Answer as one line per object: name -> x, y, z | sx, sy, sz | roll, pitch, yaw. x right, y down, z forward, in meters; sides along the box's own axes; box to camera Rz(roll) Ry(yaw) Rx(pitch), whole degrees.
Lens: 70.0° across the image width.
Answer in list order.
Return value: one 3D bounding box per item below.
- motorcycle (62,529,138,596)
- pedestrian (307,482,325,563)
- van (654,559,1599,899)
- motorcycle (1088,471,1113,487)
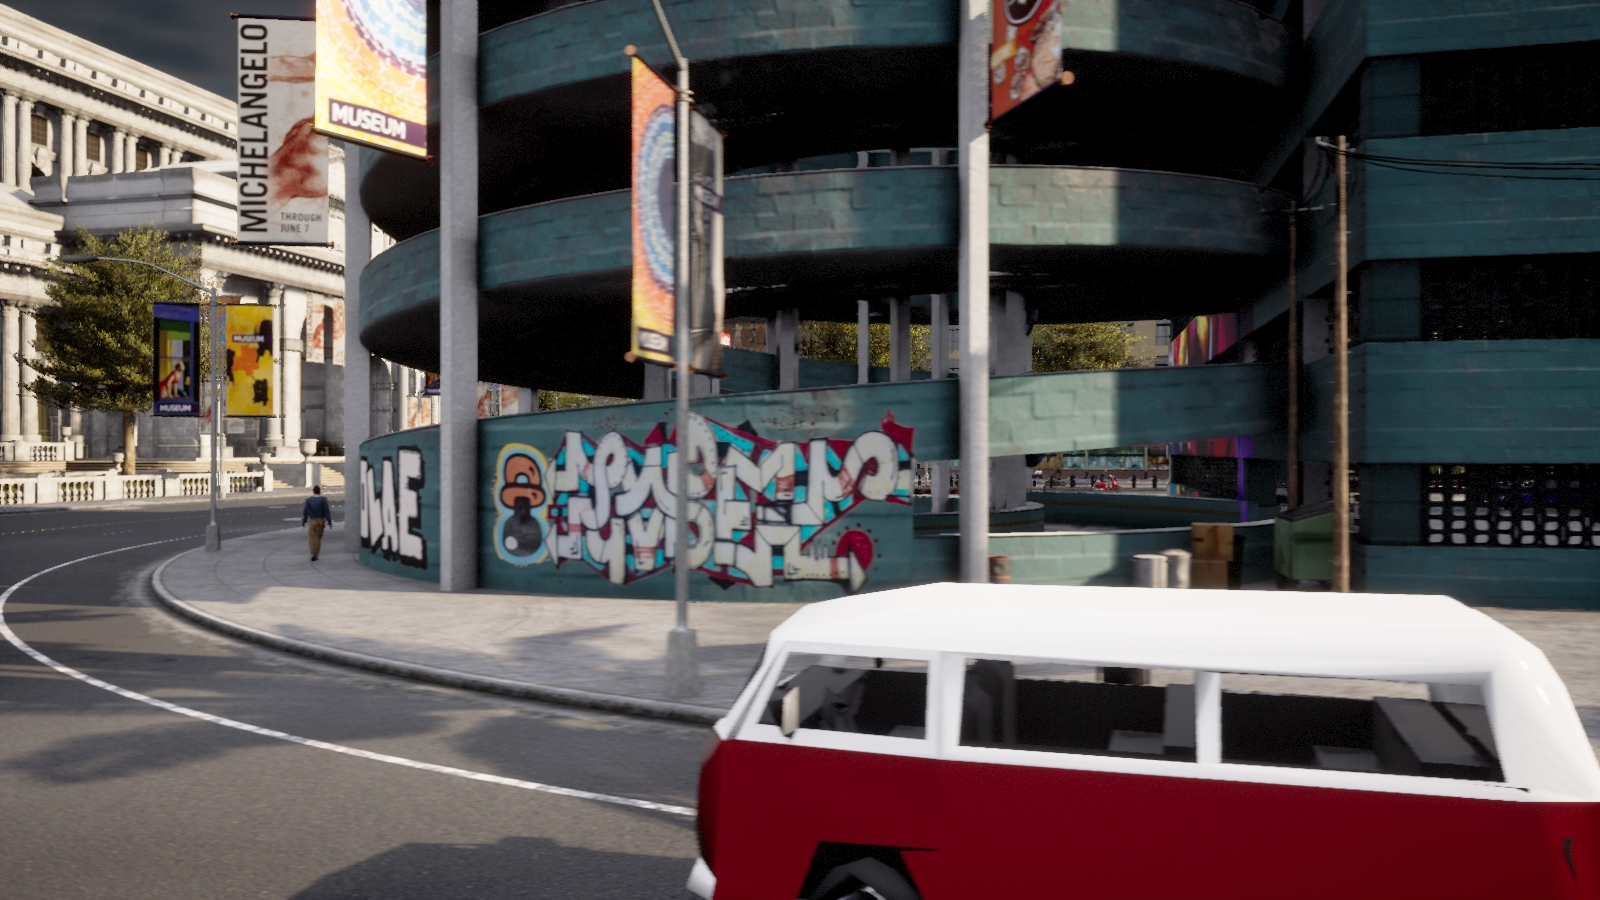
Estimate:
motorcycle -> -14.014, 2.218, 22.838 | 2.033, 1.145, 0.803 | 0, -1, 44
pedestrian -> -11.413, 1.702, 26.941 | 0.375, 1.860, 0.375 | 0, 0, -21
van -> 1.696, 1.784, 6.234 | 4.480, 2.038, 2.069 | 0, 1, 18
motorcycle -> 22.979, 2.207, 87.372 | 1.805, 1.236, 0.856 | 0, 0, 13
